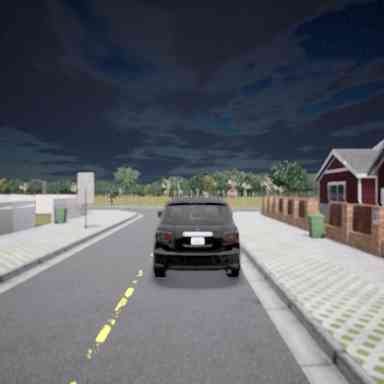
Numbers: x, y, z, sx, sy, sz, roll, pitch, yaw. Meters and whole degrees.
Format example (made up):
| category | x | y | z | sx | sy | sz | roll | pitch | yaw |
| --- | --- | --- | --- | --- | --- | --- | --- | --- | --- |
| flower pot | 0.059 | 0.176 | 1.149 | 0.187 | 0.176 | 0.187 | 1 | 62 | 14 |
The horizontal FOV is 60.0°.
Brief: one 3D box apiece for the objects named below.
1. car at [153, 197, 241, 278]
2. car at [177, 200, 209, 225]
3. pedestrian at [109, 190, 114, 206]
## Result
| category | x | y | z | sx | sy | sz | roll | pitch | yaw |
| --- | --- | --- | --- | --- | --- | --- | --- | --- | --- |
| car | 0.099 | 1.153 | 10.040 | 2.150 | 2.045 | 5.566 | 0 | 1 | -1 |
| car | 0.080 | 1.386 | 24.197 | 2.033 | 1.411 | 5.357 | 0 | 0 | 0 |
| pedestrian | -9.711 | 0.704 | 40.249 | 0.375 | 1.860 | 0.375 | 0 | -1 | 0 |
